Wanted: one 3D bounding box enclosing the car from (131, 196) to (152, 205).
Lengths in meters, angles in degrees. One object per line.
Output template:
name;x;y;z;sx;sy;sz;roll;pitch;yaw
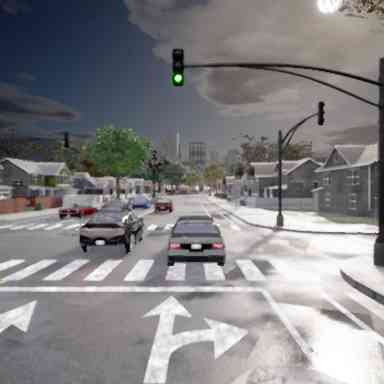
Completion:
car;-6.510;1.483;42.966;1.882;1.535;5.008;0;0;0

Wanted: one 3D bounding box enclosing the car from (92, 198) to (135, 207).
car;-6.551;1.501;28.429;2.128;1.511;4.902;0;0;0

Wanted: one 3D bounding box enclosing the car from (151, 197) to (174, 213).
car;-3.087;1.485;37.608;1.882;1.535;5.008;0;0;0

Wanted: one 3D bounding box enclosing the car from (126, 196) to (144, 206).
car;-9.701;1.490;57.192;2.128;1.511;4.902;0;0;0

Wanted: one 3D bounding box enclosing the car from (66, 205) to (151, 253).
car;-3.129;1.502;13.764;2.128;1.511;4.902;0;0;0

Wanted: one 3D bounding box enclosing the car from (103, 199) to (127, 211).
car;-9.765;1.606;42.427;1.895;1.301;4.718;0;0;0

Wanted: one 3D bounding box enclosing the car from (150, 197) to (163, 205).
car;-6.417;1.561;60.884;1.994;1.385;4.181;0;0;0

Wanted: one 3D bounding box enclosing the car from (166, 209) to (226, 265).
car;0.120;1.555;11.693;2.033;1.411;5.357;0;0;0

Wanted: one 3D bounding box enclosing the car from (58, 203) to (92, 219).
car;-9.799;1.611;28.843;1.895;1.301;4.718;0;0;3
